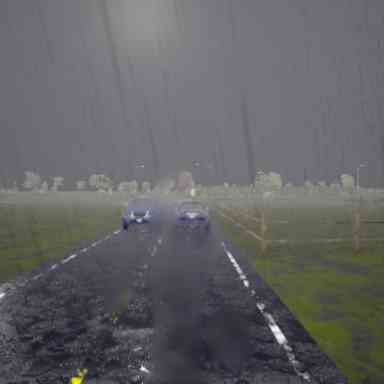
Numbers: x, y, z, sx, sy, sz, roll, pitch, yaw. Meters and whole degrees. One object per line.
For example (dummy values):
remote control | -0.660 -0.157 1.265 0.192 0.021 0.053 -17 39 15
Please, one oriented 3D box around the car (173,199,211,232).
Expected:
car | -0.015 1.353 20.059 2.097 1.767 4.553 0 0 0

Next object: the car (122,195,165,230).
car | -2.968 1.224 21.307 2.150 2.045 5.566 0 0 -1

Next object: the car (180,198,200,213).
car | -0.264 1.486 37.995 2.128 1.511 4.902 0 0 -1
